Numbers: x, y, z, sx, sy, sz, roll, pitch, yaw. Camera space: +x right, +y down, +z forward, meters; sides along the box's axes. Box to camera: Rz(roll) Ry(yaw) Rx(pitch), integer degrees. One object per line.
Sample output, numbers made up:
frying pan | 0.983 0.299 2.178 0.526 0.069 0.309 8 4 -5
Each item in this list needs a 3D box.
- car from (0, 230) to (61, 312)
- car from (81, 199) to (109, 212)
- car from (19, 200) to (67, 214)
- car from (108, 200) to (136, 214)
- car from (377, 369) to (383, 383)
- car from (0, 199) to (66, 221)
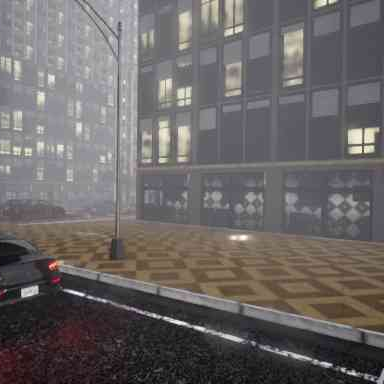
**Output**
car | -4.630 1.522 6.976 4.674 1.442 1.812 0 0 35
car | -11.616 1.716 41.810 1.837 1.490 4.892 1 0 36
car | -17.226 1.643 38.582 1.752 1.417 4.829 1 0 36
car | -6.930 1.830 38.425 1.752 1.417 4.829 1 0 36
car | 3.259 1.353 1.362 4.553 1.767 2.097 0 0 35
car | -13.722 1.520 29.209 2.192 1.841 5.009 1 0 36
